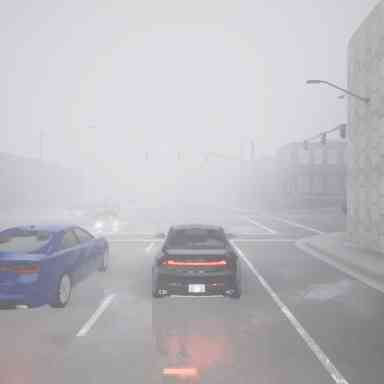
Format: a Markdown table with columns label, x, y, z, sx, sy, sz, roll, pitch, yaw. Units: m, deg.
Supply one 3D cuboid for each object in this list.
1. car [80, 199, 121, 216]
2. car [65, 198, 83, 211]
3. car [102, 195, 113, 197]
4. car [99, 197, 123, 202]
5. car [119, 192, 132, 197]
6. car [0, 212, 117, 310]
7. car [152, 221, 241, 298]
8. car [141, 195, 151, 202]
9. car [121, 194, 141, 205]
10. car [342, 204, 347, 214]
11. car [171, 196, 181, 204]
| label | x | y | z | sx | sy | sz | roll | pitch | yaw |
| --- | --- | --- | --- | --- | --- | --- | --- | --- | --- |
| car | -8.135 | 1.601 | 29.471 | 1.895 | 1.301 | 4.718 | 0 | 0 | -31 |
| car | -14.013 | 1.526 | 40.889 | 1.812 | 1.442 | 4.674 | 0 | 0 | 1 |
| car | -13.927 | 1.351 | 54.337 | 2.097 | 1.767 | 4.553 | 0 | 0 | 0 |
| car | -10.466 | 1.601 | 41.923 | 1.895 | 1.301 | 4.718 | 0 | 0 | 0 |
| car | -13.797 | 1.105 | 69.703 | 2.150 | 2.045 | 5.566 | 0 | 0 | 0 |
| car | -3.401 | 1.478 | 7.933 | 1.882 | 1.535 | 5.008 | 0 | 0 | 0 |
| car | 0.104 | 1.505 | 8.478 | 1.837 | 1.490 | 4.892 | 0 | 0 | 0 |
| car | -10.289 | 1.341 | 72.467 | 2.097 | 1.767 | 4.553 | 0 | 0 | 0 |
| car | -10.411 | 1.525 | 57.114 | 1.812 | 1.442 | 4.674 | 0 | 0 | 0 |
| car | 14.996 | 1.015 | 27.522 | 5.008 | 1.535 | 1.882 | -5 | 0 | 0 |
| car | -3.206 | 1.478 | 65.999 | 1.882 | 1.535 | 5.008 | 0 | 0 | 0 |
